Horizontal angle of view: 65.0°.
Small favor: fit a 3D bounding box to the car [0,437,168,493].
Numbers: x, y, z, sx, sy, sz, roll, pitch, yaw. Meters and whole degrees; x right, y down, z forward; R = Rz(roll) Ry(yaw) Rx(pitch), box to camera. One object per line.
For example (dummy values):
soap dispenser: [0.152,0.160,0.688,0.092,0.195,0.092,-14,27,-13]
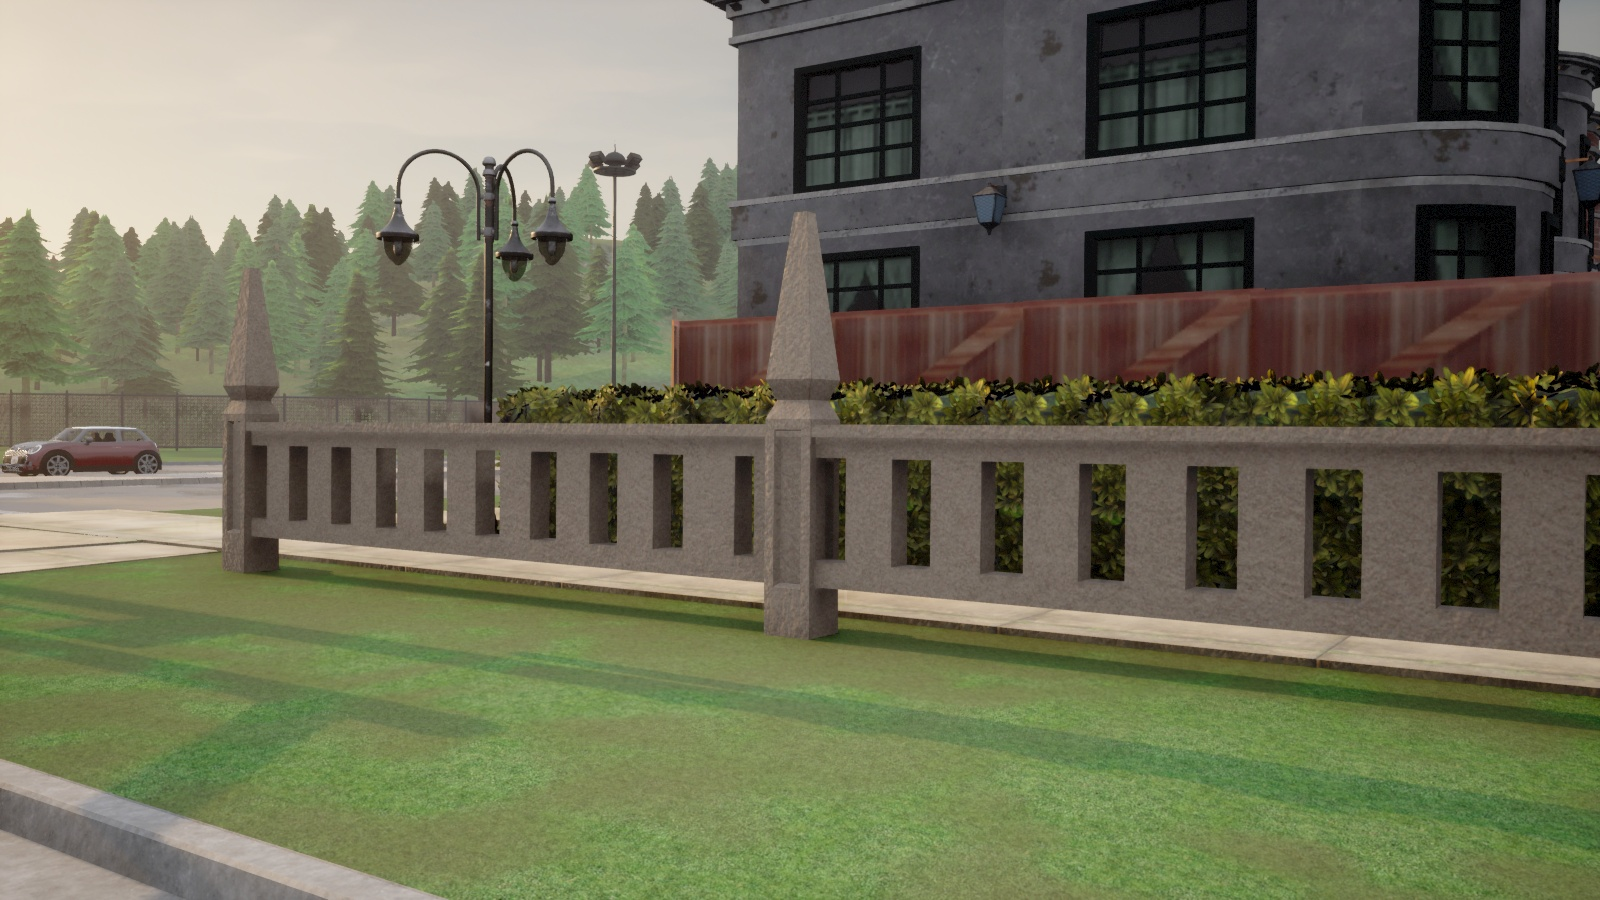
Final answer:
car: [-20.619,0.389,36.179,1.970,1.475,3.806,0,1,34]
